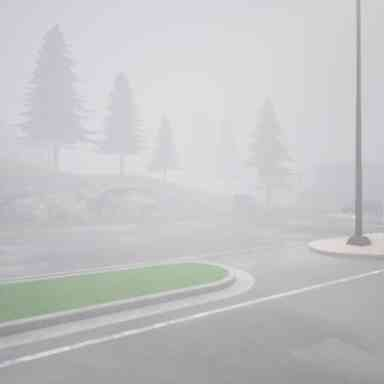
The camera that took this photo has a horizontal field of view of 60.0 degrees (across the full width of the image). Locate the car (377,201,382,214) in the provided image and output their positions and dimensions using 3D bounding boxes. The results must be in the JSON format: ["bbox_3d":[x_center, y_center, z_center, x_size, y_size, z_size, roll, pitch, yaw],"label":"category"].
[{"bbox_3d":[19.107,1.339,29.491,4.902,1.511,2.128,0,0,-31],"label":"car"}]

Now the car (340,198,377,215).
[{"bbox_3d":[16.238,1.355,31.836,4.892,1.490,1.837,0,0,-32],"label":"car"}]
